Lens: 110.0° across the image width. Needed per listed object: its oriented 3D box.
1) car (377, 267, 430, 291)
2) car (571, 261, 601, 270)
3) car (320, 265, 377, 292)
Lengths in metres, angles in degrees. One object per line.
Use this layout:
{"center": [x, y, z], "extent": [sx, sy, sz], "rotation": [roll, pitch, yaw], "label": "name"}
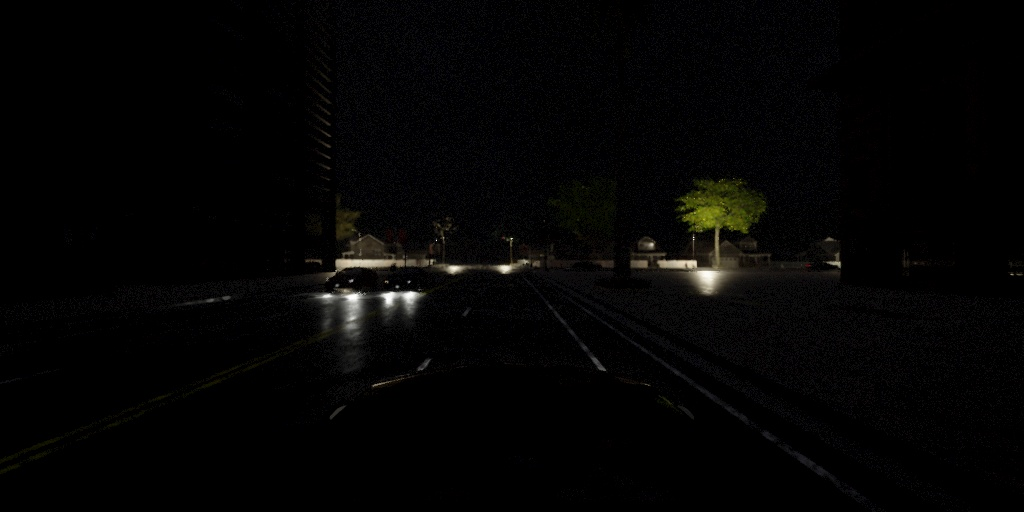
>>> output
{"center": [-6.757, 1.440, 23.707], "extent": [2.033, 1.411, 5.357], "rotation": [0, 0, -1], "label": "car"}
{"center": [12.286, 1.569, 59.485], "extent": [5.008, 1.535, 1.882], "rotation": [0, 0, 1], "label": "car"}
{"center": [-9.997, 1.413, 22.767], "extent": [1.812, 1.442, 4.674], "rotation": [0, 0, -1], "label": "car"}
